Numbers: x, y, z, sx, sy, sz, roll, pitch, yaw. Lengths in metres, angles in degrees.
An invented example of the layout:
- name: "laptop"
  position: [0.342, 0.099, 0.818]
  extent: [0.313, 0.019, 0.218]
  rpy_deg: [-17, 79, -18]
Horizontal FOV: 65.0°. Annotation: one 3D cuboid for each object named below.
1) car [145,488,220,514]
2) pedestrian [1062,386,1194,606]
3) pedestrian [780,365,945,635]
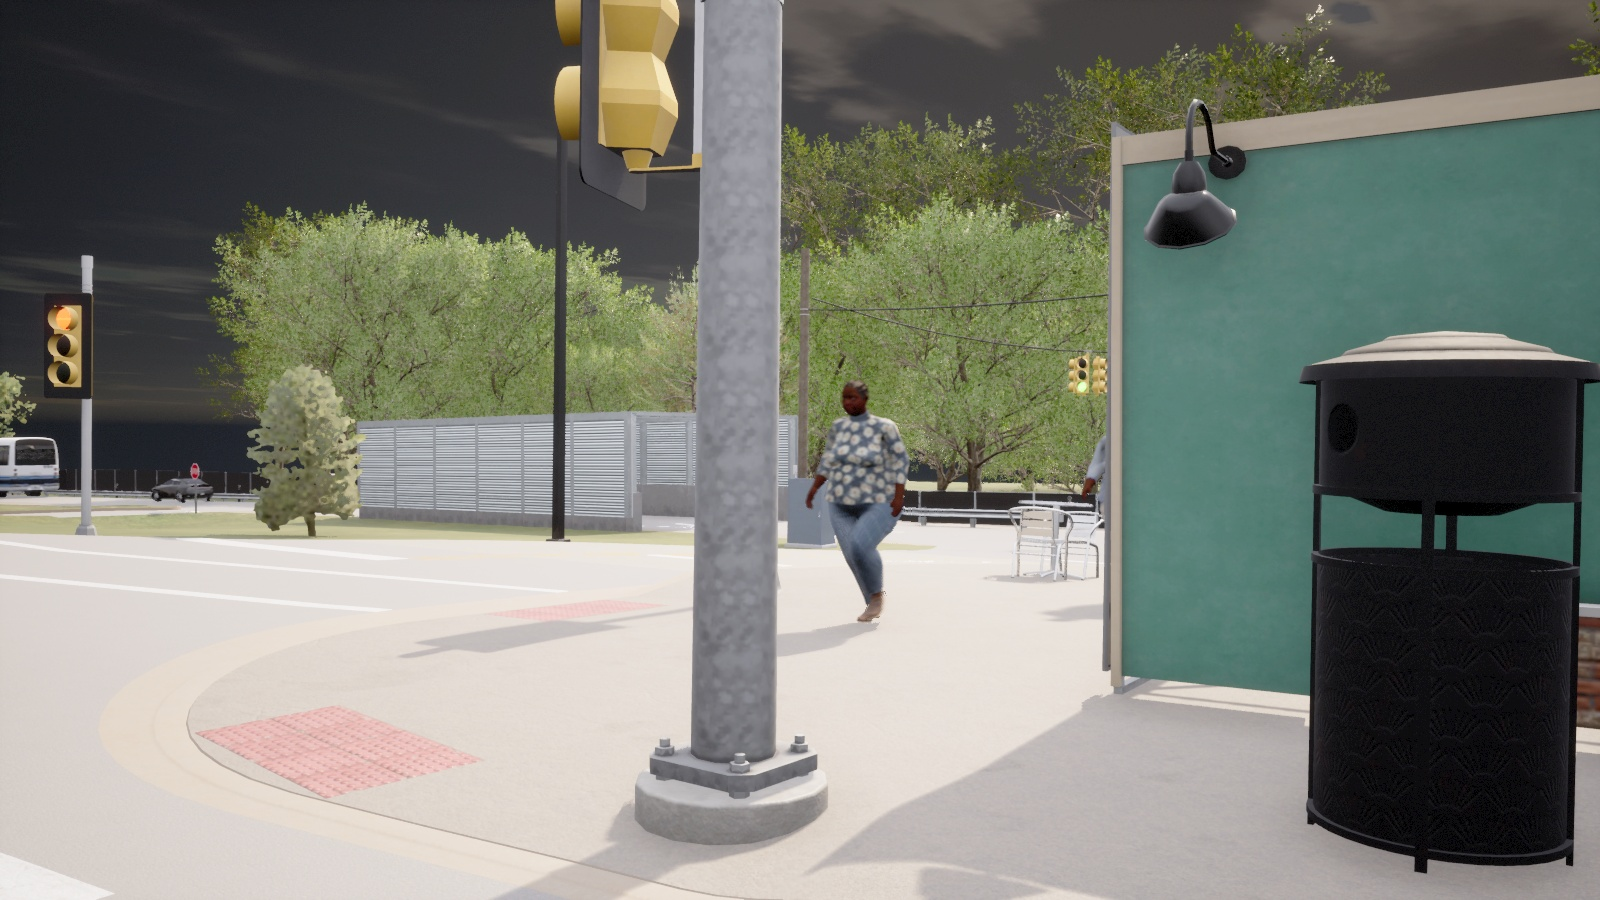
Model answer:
- name: "car"
  position: [-38.577, 3.168, 78.409]
  extent: [4.902, 1.511, 2.128]
  rpy_deg: [-1, 0, 36]
- name: "pedestrian"
  position: [2.928, 0.378, 11.200]
  extent: [0.874, 1.855, 0.900]
  rpy_deg: [0, 1, 35]
- name: "pedestrian"
  position: [0.470, 0.338, 9.250]
  extent: [0.874, 1.855, 0.900]
  rpy_deg: [0, 1, 34]
